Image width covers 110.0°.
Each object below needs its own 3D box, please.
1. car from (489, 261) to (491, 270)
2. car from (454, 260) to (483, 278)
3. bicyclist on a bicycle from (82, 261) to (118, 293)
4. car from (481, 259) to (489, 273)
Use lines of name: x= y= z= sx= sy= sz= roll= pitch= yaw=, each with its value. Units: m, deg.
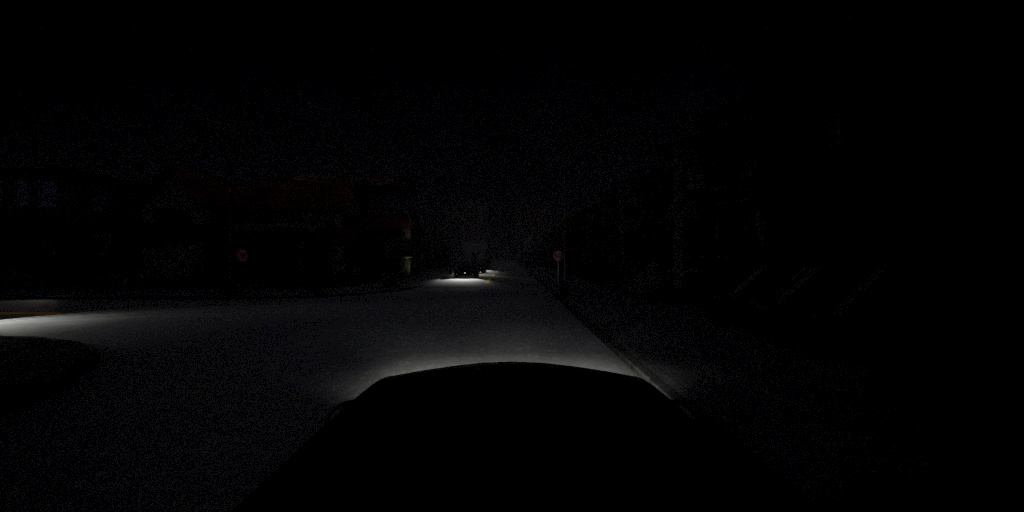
car: x=-4.131 y=1.242 z=53.983 sx=2.128 sy=1.511 sz=4.902 roll=0 pitch=0 yaw=0
car: x=-4.148 y=1.314 z=33.556 sx=1.994 sy=1.385 sz=4.181 roll=0 pitch=0 yaw=0
bicyclist on a bicycle: x=-21.604 y=1.099 z=18.823 sx=0.582 sy=1.620 sz=1.656 roll=0 pitch=0 yaw=0
car: x=-4.152 y=1.228 z=42.439 sx=1.882 sy=1.535 sz=5.008 roll=0 pitch=0 yaw=0
